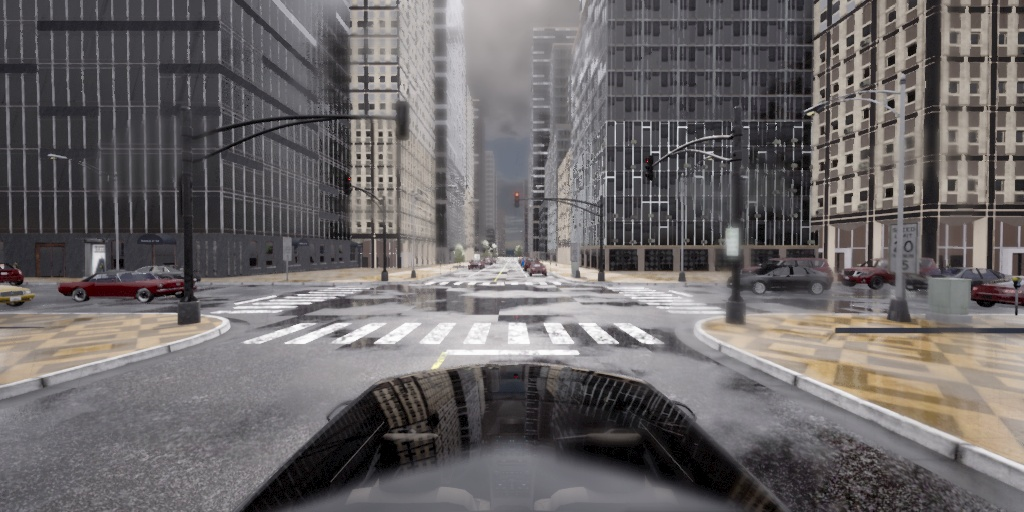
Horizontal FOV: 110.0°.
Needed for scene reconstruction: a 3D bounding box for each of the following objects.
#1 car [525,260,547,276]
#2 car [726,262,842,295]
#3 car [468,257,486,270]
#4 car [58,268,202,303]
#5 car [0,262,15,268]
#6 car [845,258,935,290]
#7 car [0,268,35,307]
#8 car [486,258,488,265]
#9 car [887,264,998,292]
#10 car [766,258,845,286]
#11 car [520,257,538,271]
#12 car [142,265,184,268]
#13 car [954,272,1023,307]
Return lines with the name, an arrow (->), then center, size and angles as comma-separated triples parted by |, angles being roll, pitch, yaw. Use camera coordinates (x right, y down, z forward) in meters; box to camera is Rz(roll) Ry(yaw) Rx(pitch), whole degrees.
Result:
car -> 2.555, 1.319, 35.955 | 1.802, 1.307, 4.207 | 0, 0, 0
car -> 14.185, 1.249, 19.189 | 4.892, 1.490, 1.837 | 0, 1, 1
car -> -5.281, 1.168, 52.509 | 1.967, 1.591, 4.097 | 0, 0, 0
car -> -17.177, 1.344, 16.203 | 4.718, 1.301, 1.895 | 0, 1, 3
car -> -26.392, 1.207, 16.189 | 5.008, 1.535, 1.882 | 0, 1, 0
car -> 22.906, 1.032, 21.821 | 5.009, 1.841, 2.192 | 0, 0, 0
car -> -21.253, 1.301, 13.612 | 4.829, 1.417, 1.751 | 0, 0, 0
car -> -5.277, 1.306, 58.034 | 1.802, 1.307, 4.207 | 0, 0, 0
car -> 24.008, 1.305, 19.220 | 5.357, 1.411, 2.033 | 0, 1, 0
car -> 16.575, 1.023, 21.811 | 5.009, 1.841, 2.192 | 0, 0, 0
car -> 2.584, 1.046, 47.004 | 2.192, 1.841, 5.009 | 0, 0, 0
car -> -21.436, 1.204, 21.751 | 4.403, 1.370, 2.007 | 0, 0, 0
car -> 20.189, 1.417, 13.679 | 4.207, 1.307, 1.802 | 0, 0, 0
